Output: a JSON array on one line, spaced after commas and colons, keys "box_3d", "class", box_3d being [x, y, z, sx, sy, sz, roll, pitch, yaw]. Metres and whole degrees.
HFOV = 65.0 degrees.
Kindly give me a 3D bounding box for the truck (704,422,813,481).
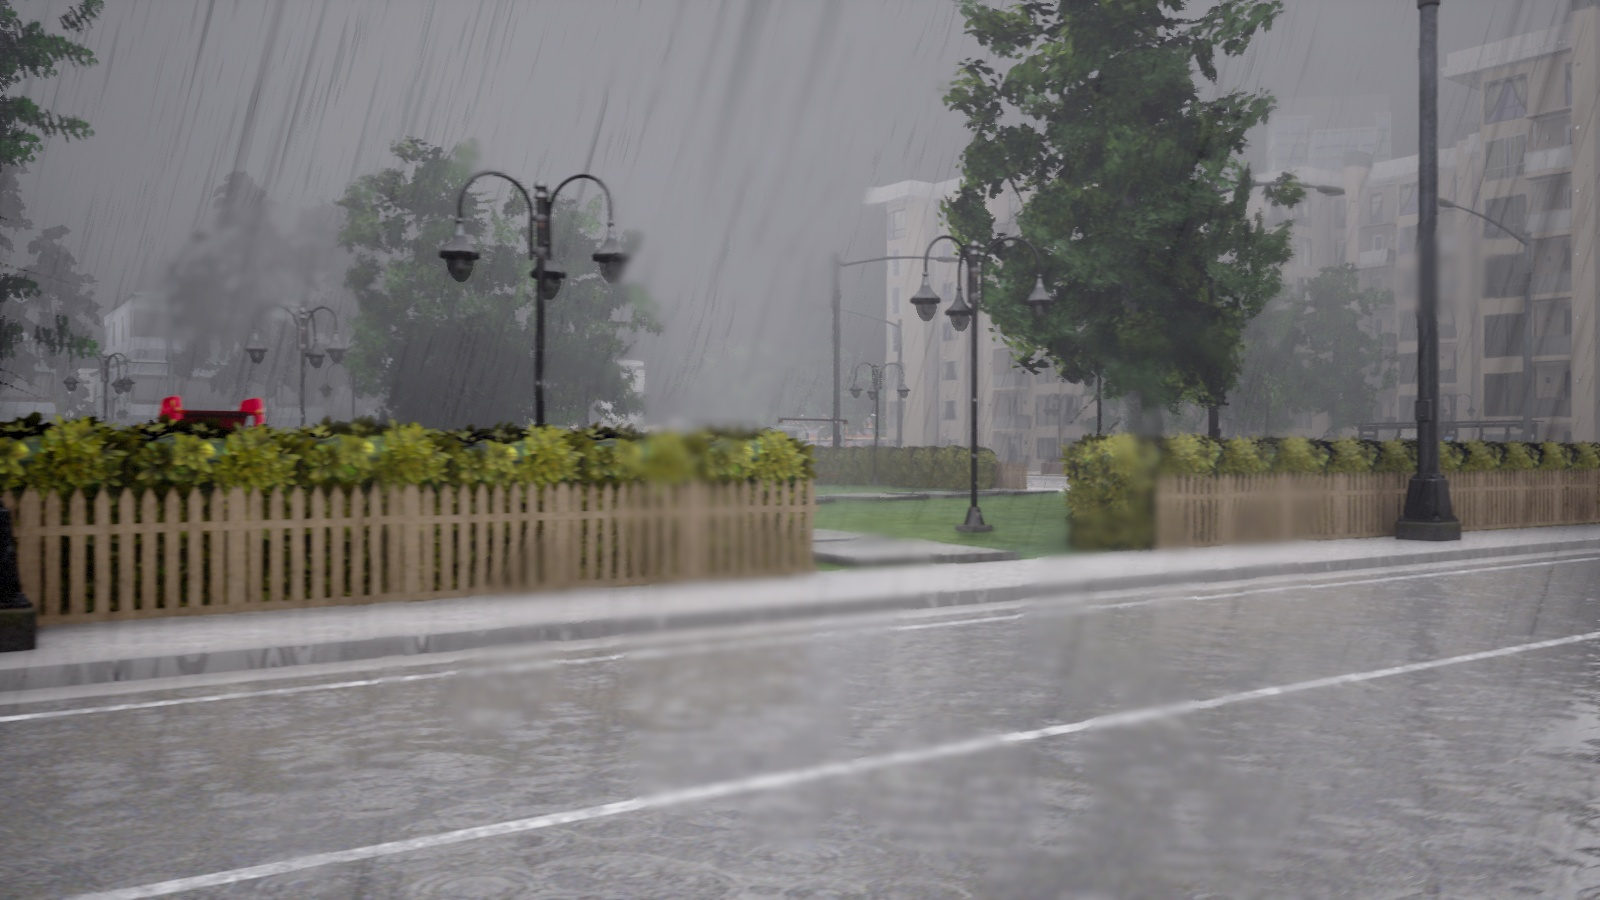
[{"box_3d": [-2.656, 0.123, 77.365, 2.891, 3.462, 7.936, 0, -1, -34], "class": "truck"}]
